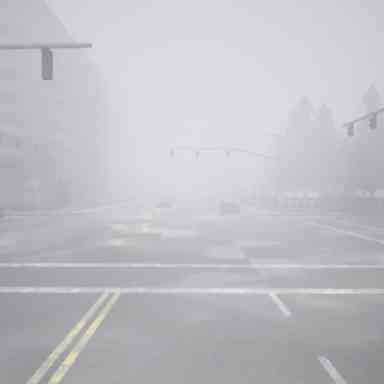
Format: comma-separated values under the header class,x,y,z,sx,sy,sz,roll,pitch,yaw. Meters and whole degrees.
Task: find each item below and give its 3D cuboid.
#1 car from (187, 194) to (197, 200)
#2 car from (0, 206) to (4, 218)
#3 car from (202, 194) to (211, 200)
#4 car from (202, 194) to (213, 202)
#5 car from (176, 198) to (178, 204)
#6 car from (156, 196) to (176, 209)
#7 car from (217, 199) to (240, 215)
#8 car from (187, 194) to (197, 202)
class,x,y,z,sx,sy,sz,roll,pitch,yaw
car,-0.006,1.198,79.920,2.128,1.511,4.902,0,0,0
car,-16.155,1.365,23.790,5.008,1.535,1.882,0,0,2
car,3.494,1.226,79.920,1.994,1.385,4.181,0,0,0
car,3.494,1.311,70.927,1.882,1.535,5.008,0,0,0
car,-3.545,1.422,60.265,1.994,1.385,4.181,0,0,1
car,-3.586,1.461,44.108,1.994,1.385,4.181,0,0,0
car,3.599,1.401,33.308,1.882,1.535,5.008,0,0,0
car,-0.006,1.312,70.670,1.882,1.535,5.008,0,0,0
